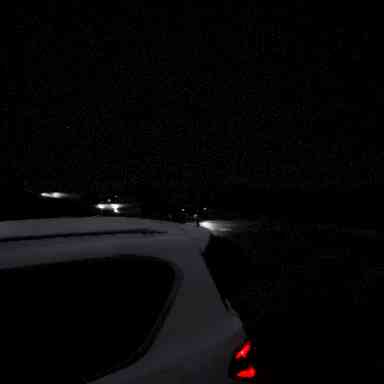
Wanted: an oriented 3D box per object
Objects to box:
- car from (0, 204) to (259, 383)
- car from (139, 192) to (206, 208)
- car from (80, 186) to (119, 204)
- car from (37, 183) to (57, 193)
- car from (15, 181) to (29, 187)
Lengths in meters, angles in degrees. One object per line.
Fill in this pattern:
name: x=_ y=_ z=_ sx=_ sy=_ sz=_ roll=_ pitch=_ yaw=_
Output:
car: x=-2.157 y=1.244 z=1.400 sx=5.566 sy=2.045 sz=2.150 roll=-1 pitch=1 yaw=-34
car: x=-1.319 y=0.708 z=19.536 sx=2.033 sy=1.411 sz=5.357 roll=-2 pitch=4 yaw=-35
car: x=-8.382 y=0.197 z=29.625 sx=2.033 sy=1.411 sz=5.357 roll=-2 pitch=4 yaw=-36
car: x=-20.576 y=-0.605 z=47.238 sx=1.895 sy=1.301 sz=4.718 roll=-2 pitch=3 yaw=-35
car: x=-41.659 y=-1.913 z=82.230 sx=1.812 sy=1.442 sz=4.674 roll=-2 pitch=2 yaw=-35
